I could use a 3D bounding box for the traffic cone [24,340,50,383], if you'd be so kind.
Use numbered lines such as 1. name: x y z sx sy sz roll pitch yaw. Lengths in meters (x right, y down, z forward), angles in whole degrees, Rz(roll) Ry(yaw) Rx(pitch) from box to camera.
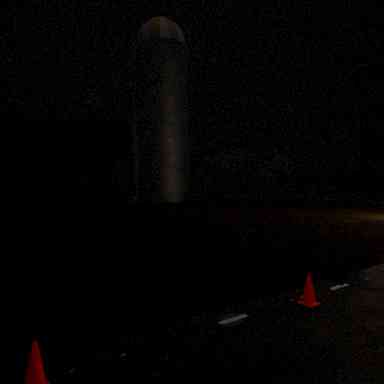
1. traffic cone: -1.744 1.951 3.700 0.340 0.580 0.340 0 0 -36

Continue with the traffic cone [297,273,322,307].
1. traffic cone: 2.326 1.916 6.604 0.340 0.580 0.340 0 0 -36
